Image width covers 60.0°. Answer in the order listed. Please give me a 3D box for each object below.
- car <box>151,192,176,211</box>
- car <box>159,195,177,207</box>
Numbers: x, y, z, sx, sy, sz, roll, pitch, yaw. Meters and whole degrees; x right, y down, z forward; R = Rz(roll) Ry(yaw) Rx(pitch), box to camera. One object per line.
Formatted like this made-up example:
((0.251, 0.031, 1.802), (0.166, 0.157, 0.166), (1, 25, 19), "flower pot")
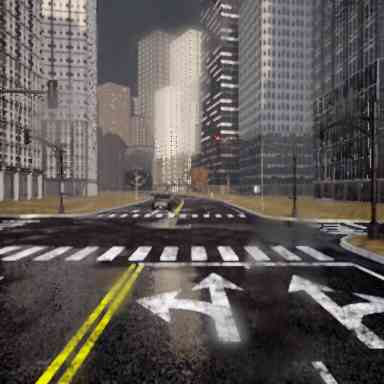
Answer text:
((-3.242, 1.100, 37.189), (2.150, 2.045, 5.566), (0, 2, 0), "car")
((-3.241, 1.216, 46.388), (2.128, 1.511, 4.902), (0, 1, 0), "car")
